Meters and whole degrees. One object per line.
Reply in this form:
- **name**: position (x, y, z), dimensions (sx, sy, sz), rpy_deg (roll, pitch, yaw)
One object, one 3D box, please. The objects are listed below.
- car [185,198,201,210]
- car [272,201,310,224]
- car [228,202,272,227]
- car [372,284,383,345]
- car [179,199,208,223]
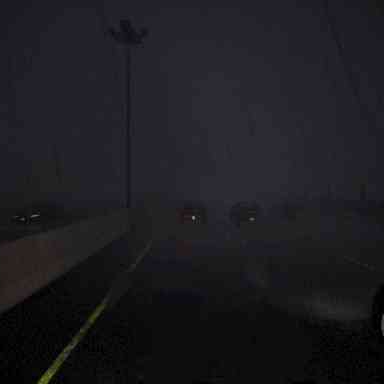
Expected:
- **car**: position (0.097, 1.475, 42.024), dimensions (1.895, 1.301, 4.718), rpy_deg (0, 0, 0)
- **car**: position (7.098, 1.418, 24.426), dimensions (2.128, 1.511, 4.902), rpy_deg (0, 0, 0)
- **car**: position (3.599, 1.424, 22.399), dimensions (2.128, 1.511, 4.902), rpy_deg (0, 0, 0)
- **car**: position (3.600, 1.495, 3.019), dimensions (1.837, 1.490, 4.892), rpy_deg (0, 0, 0)
- **car**: position (0.098, 1.431, 24.477), dimensions (1.837, 1.490, 4.892), rpy_deg (0, 0, 0)
